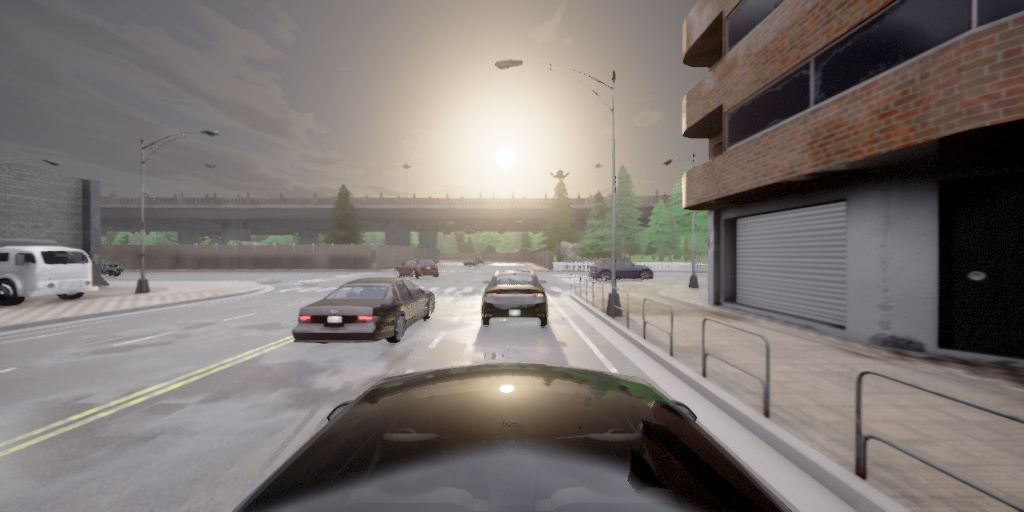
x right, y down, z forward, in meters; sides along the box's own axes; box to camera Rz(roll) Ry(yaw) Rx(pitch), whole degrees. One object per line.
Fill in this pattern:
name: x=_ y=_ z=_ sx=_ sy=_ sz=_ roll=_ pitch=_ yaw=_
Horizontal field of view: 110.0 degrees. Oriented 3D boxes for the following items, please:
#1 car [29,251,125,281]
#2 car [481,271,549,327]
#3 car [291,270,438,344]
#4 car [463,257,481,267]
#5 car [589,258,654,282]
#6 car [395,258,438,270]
car: x=-36.278 y=0.803 z=30.241 sx=5.566 sy=2.045 sz=2.150 roll=0 pitch=0 yaw=0
car: x=0.081 y=1.203 z=11.403 sx=2.128 sy=1.511 sz=4.902 roll=0 pitch=0 yaw=0
car: x=-3.426 y=1.267 z=9.463 sx=2.033 sy=1.411 sz=5.357 roll=0 pitch=0 yaw=0
car: x=-7.033 y=1.063 z=60.802 sx=2.033 sy=1.411 sz=5.357 roll=0 pitch=0 yaw=1
car: x=8.210 y=0.953 z=26.888 sx=4.553 sy=1.767 sz=2.097 roll=0 pitch=0 yaw=-6
car: x=-8.211 y=0.968 z=30.603 sx=2.097 sy=1.767 sz=4.553 roll=-1 pitch=1 yaw=-42
